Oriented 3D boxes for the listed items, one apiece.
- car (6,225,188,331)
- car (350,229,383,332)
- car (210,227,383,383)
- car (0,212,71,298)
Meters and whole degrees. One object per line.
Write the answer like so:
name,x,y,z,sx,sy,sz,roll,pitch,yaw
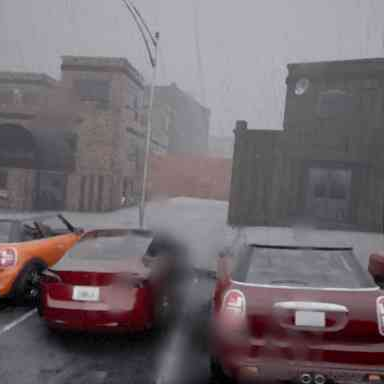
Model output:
car,-1.229,1.468,6.892,2.163,1.488,4.792,1,-1,6
car,4.099,1.532,4.328,2.097,1.535,5.008,2,-1,6
car,1.430,1.359,5.564,2.185,1.767,4.553,1,-1,6
car,-3.896,1.265,8.102,2.185,1.767,4.553,1,-1,5
